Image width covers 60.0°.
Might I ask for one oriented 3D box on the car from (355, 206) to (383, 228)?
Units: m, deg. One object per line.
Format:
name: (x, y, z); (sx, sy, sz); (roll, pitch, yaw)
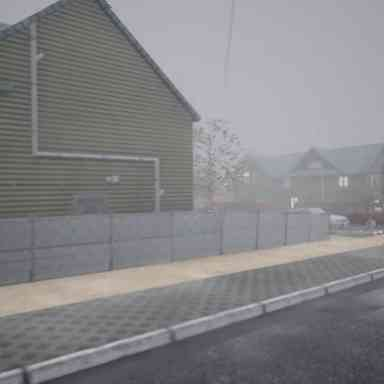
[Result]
car: (12.125, 1.732, 24.307); (1.882, 1.535, 5.008); (-1, -1, -35)

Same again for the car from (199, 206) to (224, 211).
car: (2.113, 2.152, 33.117); (2.033, 1.411, 5.357); (-1, -1, -36)

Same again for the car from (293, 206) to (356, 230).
car: (8.754, 1.860, 23.819); (1.812, 1.442, 4.674); (-1, -1, -36)
